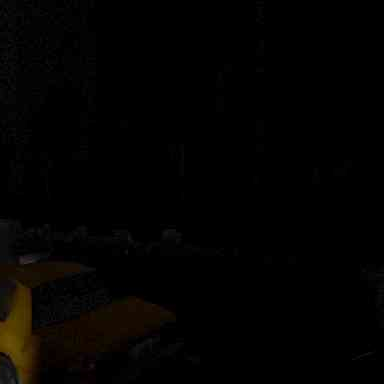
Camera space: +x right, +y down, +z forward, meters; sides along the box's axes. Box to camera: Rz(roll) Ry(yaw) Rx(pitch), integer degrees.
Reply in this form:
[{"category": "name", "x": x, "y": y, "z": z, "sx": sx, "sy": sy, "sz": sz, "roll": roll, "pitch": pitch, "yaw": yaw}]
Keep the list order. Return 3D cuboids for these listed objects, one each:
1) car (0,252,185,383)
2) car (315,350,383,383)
[{"category": "car", "x": -2.367, "y": 1.524, "z": 4.649, "sx": 4.829, "sy": 1.417, "sz": 1.752, "roll": 0, "pitch": 0, "yaw": 36}, {"category": "car", "x": 2.364, "y": 1.439, "z": 1.274, "sx": 4.097, "sy": 1.590, "sz": 1.967, "roll": 0, "pitch": 0, "yaw": 36}]
